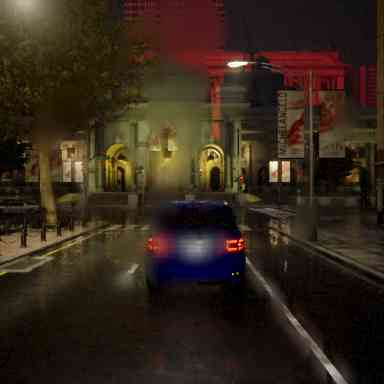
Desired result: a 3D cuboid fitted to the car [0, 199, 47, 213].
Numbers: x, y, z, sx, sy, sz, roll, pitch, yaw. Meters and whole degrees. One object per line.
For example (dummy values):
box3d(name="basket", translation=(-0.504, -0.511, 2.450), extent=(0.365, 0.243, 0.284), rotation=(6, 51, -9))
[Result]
box3d(name="car", translation=(-19.026, 1.547, 36.410), extent=(5.357, 1.411, 2.033), rotation=(0, 0, 1))

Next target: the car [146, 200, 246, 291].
box3d(name="car", translation=(0.106, 1.221, 9.130), extent=(2.150, 2.045, 5.566), rotation=(0, 0, 1))

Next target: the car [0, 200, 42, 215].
box3d(name="car", translation=(-16.912, 1.601, 32.891), extent=(4.718, 1.301, 1.895), rotation=(0, 0, 1))
